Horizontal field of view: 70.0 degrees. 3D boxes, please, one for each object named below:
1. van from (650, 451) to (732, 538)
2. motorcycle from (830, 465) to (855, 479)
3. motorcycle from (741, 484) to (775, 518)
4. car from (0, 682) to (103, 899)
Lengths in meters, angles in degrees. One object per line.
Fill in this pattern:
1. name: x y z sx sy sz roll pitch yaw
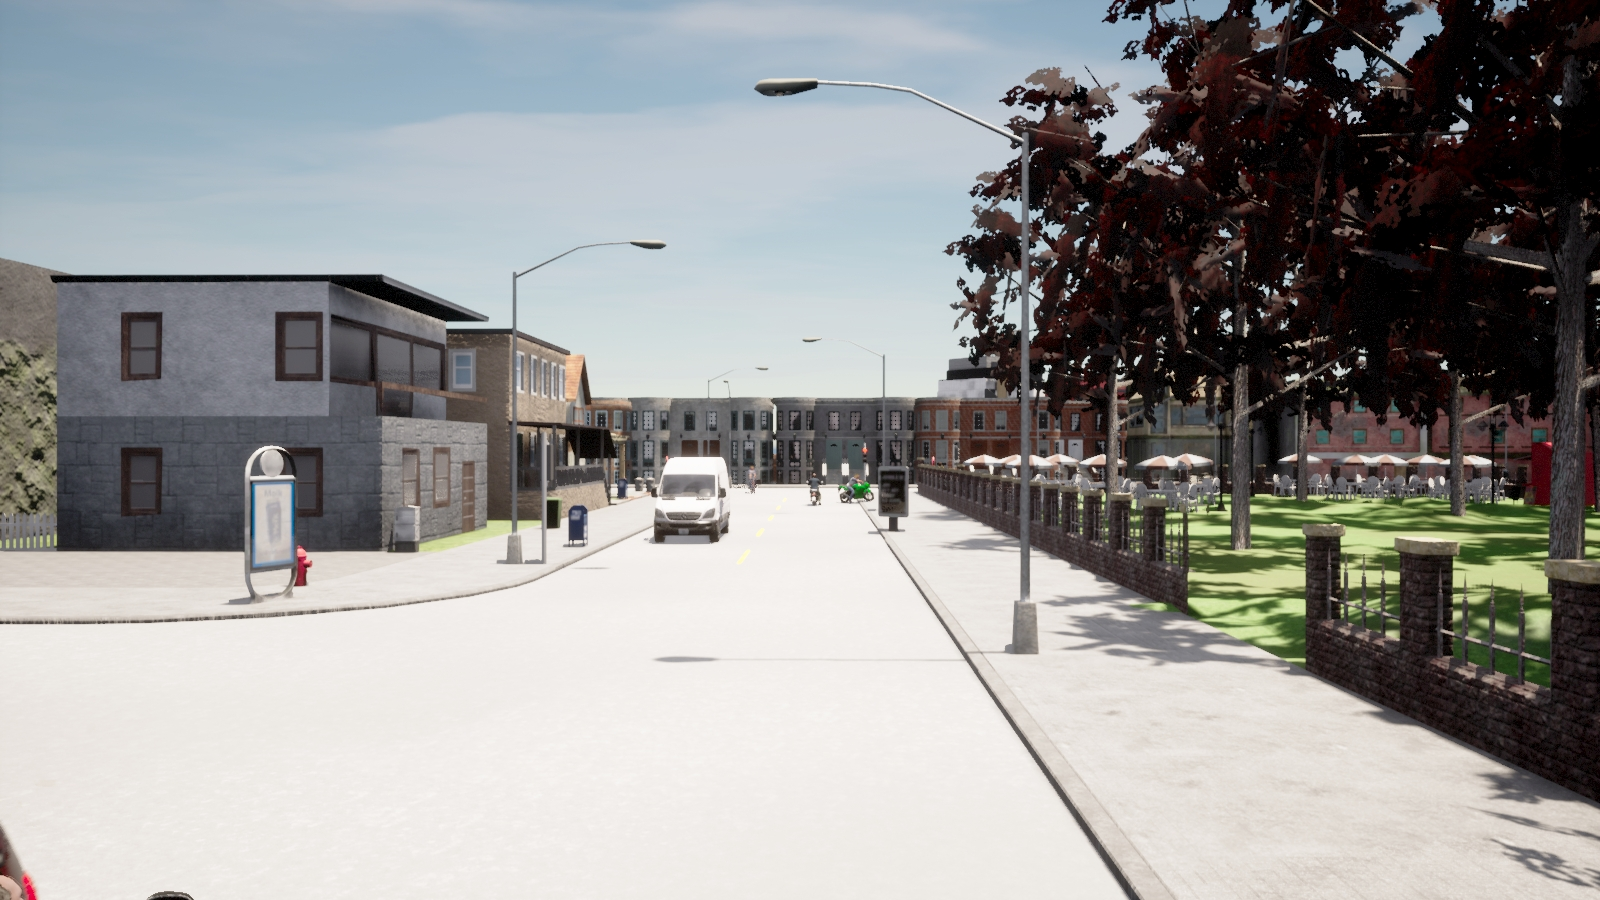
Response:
1. van: -3.393 1.314 36.728 1.988 2.561 5.915 0 0 1
2. motorcycle: 3.779 1.937 101.151 2.033 1.145 0.803 -5 -2 27
3. motorcycle: -1.677 1.984 45.065 0.867 1.251 2.209 0 0 -15
4. car: -4.031 1.806 3.247 1.789 1.549 3.705 0 0 1
